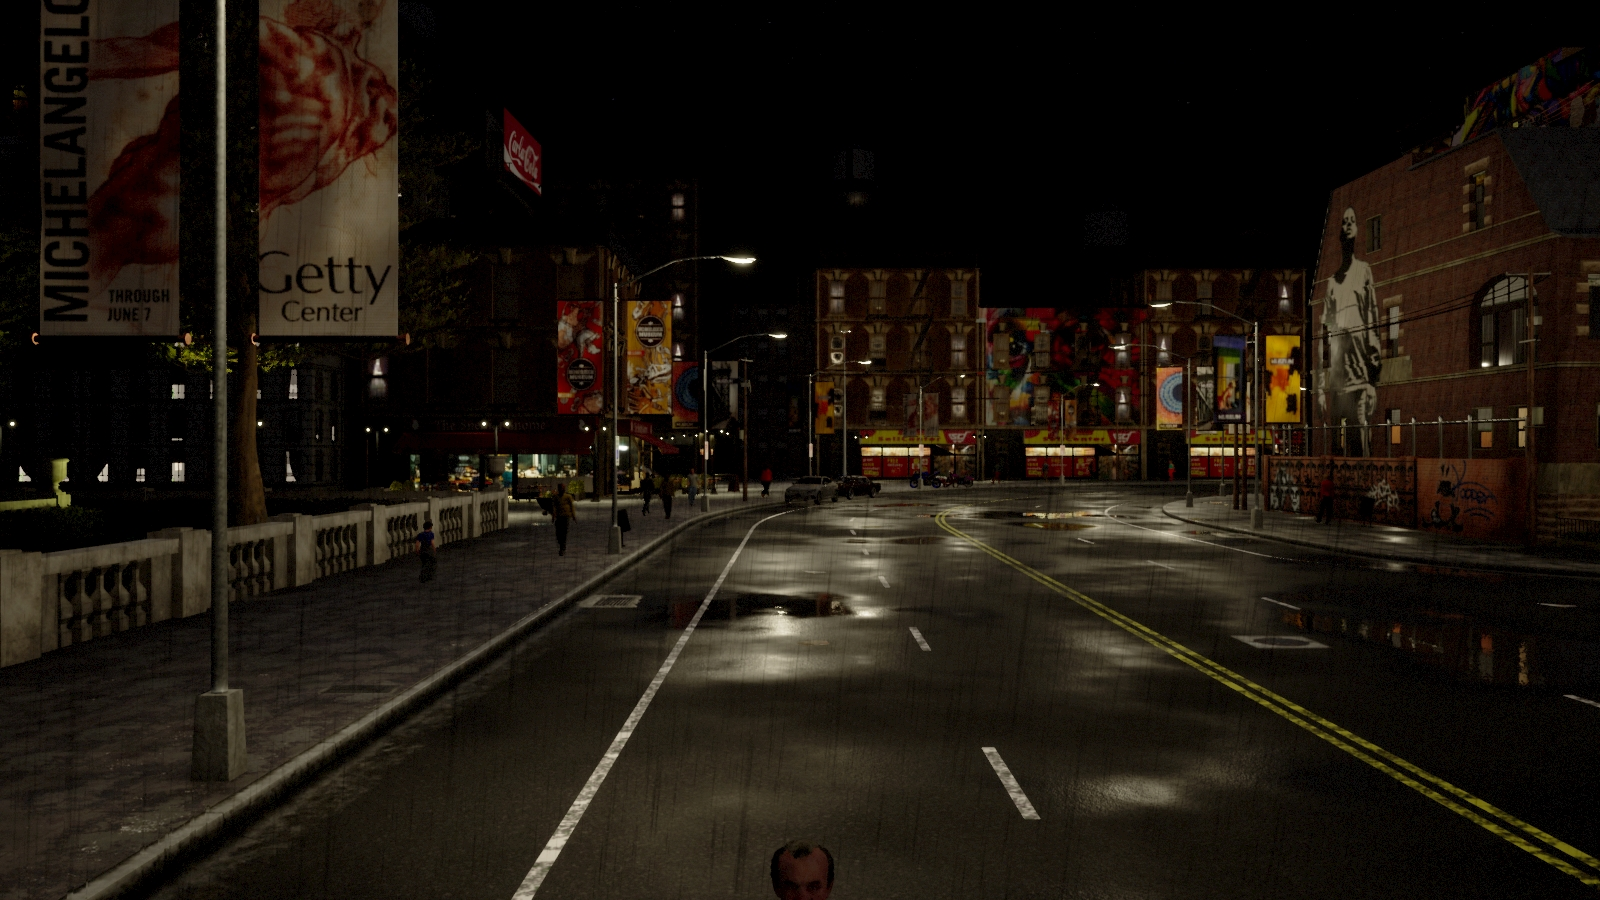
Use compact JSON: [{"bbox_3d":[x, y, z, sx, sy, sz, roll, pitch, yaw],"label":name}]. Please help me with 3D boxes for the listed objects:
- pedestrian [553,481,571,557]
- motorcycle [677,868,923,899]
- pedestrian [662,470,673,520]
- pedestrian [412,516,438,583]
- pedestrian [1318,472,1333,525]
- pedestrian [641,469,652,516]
[{"bbox_3d":[-5.899,1.696,28.343,0.375,1.860,0.375,0,0,-3],"label":"pedestrian"},{"bbox_3d":[-0.002,2.182,3.374,0.856,1.236,1.805,0,0,0],"label":"motorcycle"},{"bbox_3d":[-4.998,1.696,43.163,0.375,1.860,0.375,0,0,-1],"label":"pedestrian"},{"bbox_3d":[-7.462,1.978,22.759,0.375,1.300,0.375,0,0,7],"label":"pedestrian"},{"bbox_3d":[18.579,1.696,40.386,0.375,1.860,0.375,0,0,1],"label":"pedestrian"},{"bbox_3d":[-6.137,1.696,45.709,0.375,1.860,0.375,0,0,8],"label":"pedestrian"}]
